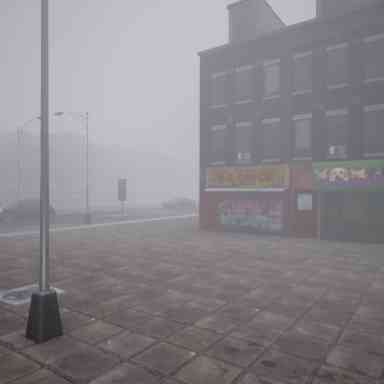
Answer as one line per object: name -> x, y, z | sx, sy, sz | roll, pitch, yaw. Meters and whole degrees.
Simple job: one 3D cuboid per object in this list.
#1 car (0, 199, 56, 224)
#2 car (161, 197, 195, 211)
car -> -12.404, 1.299, 24.182 | 2.097, 1.767, 4.553 | 0, 0, 35
car -> -1.601, 1.356, 39.527 | 1.882, 1.535, 5.008 | 0, 0, 35
